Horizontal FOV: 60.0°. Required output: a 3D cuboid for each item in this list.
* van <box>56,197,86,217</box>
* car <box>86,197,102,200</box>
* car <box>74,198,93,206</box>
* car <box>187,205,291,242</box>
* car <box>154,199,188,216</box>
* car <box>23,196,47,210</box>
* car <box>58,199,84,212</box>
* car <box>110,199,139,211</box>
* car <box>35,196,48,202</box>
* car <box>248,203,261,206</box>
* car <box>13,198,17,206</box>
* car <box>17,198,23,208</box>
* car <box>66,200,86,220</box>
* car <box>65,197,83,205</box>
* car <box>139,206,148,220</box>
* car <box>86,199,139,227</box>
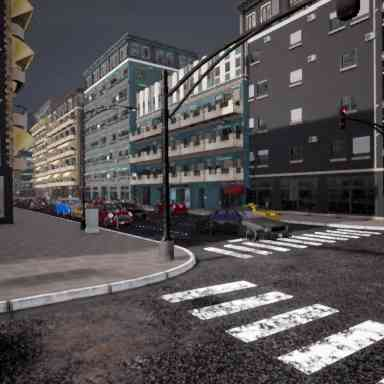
[{"bbox_3d":[-12.236,1.482,32.960,1.690,1.788,3.998,-1,1,-35],"label":"van"},{"bbox_3d":[-15.051,1.501,51.343,1.967,1.590,4.097,-1,1,-35],"label":"car"},{"bbox_3d":[-18.262,1.643,55.850,1.947,1.339,4.313,-1,1,-35],"label":"car"},{"bbox_3d":[2.366,1.593,17.256,2.033,1.411,5.357,-1,0,-39],"label":"car"},{"bbox_3d":[-2.199,1.441,33.319,1.967,1.590,4.097,-1,1,-35],"label":"car"},{"bbox_3d":[-21.874,1.627,46.479,1.967,1.590,4.097,-1,1,-35],"label":"car"},{"bbox_3d":[-15.244,1.632,41.695,1.837,1.490,4.892,-1,0,-35],"label":"car"},{"bbox_3d":[-8.623,1.581,42.332,2.008,1.369,4.403,-1,1,-35],"label":"car"},{"bbox_3d":[-37.540,1.727,82.887,1.887,1.381,4.507,-1,1,-35],"label":"car"},{"bbox_3d":[4.130,1.498,24.446,1.752,1.417,4.829,-1,1,-35],"label":"car"},{"bbox_3d":[-31.511,1.781,59.998,1.887,1.381,4.507,-1,1,-35],"label":"car"},{"bbox_3d":[-25.085,1.769,50.986,1.947,1.339,4.313,-1,1,-35],"label":"car"},{"bbox_3d":[-8.922,1.651,28.317,1.752,1.417,4.829,-1,1,-35],"label":"car"},{"bbox_3d":[-21.475,1.644,60.357,2.008,1.369,4.403,-1,1,-35],"label":"car"},{"bbox_3d":[-5.452,1.583,27.914,1.837,1.490,4.892,-1,1,-35],"label":"car"},{"bbox_3d":[-5.809,1.552,23.949,1.967,1.590,4.097,-1,1,-35],"label":"car"}]
